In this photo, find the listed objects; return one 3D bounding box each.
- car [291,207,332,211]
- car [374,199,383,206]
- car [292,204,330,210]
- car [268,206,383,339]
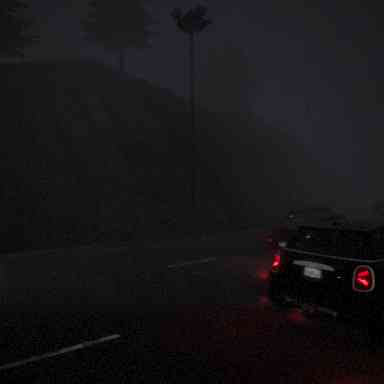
[{"bbox_3d":[4.639,1.503,12.166,4.674,1.442,1.812,0,0,-41],"label":"car"},{"bbox_3d":[18.957,1.390,32.163,1.882,1.535,5.008,0,0,39],"label":"car"},{"bbox_3d":[7.195,1.468,19.193,4.892,1.490,1.837,0,0,-43],"label":"car"},{"bbox_3d":[3.643,1.336,6.779,4.553,1.767,2.097,0,0,-38],"label":"car"}]
